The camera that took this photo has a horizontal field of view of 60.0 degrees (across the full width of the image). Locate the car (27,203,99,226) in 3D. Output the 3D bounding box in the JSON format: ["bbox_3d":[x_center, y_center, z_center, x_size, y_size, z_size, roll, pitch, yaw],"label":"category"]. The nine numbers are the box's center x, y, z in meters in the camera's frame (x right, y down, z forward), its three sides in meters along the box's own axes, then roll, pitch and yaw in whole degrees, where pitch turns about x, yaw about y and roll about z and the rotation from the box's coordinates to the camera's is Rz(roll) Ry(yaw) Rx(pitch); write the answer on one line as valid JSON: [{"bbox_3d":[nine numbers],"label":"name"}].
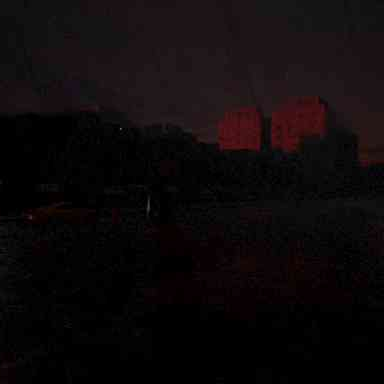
[{"bbox_3d":[-9.015,1.499,23.709,1.882,1.535,5.008,1,0,37],"label":"car"}]
